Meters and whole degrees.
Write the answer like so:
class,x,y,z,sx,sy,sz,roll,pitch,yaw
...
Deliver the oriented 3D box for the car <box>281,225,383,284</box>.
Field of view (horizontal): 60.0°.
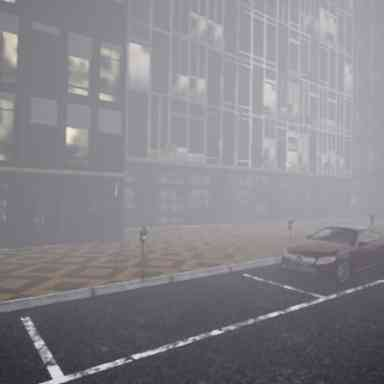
class,x,y,z,sx,sy,sz,roll,pitch,yaw
car,4.436,1.645,9.727,4.206,1.307,1.802,0,0,-36
